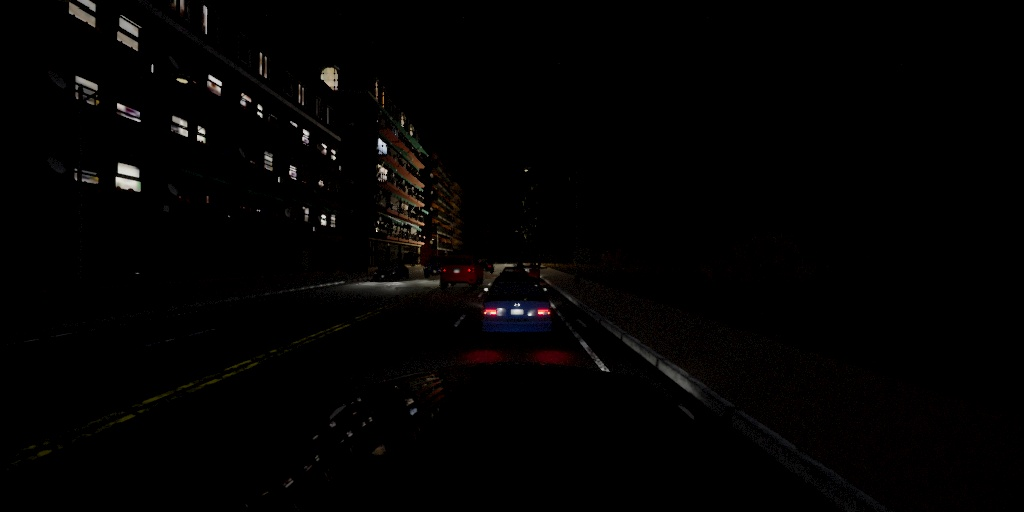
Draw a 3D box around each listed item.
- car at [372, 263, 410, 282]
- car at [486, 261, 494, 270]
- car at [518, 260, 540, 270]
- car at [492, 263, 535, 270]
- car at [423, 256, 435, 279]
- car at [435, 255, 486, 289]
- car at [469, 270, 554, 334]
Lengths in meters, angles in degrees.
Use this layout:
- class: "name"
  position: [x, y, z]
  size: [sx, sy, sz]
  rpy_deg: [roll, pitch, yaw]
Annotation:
- class: "car"
  position: [-9.805, 1.279, 29.526]
  size: [1.812, 1.442, 4.674]
  rpy_deg: [0, 0, 0]
- class: "car"
  position: [-3.103, 1.279, 42.025]
  size: [1.812, 1.442, 4.674]
  rpy_deg: [0, 0, 0]
- class: "car"
  position: [1.170, 1.104, 29.811]
  size: [2.097, 1.767, 4.553]
  rpy_deg: [0, 0, 0]
- class: "car"
  position: [0.116, 1.317, 20.876]
  size: [1.994, 1.385, 4.181]
  rpy_deg: [0, 0, 1]
- class: "car"
  position: [-6.565, 0.975, 33.137]
  size: [2.150, 2.045, 5.566]
  rpy_deg: [0, 0, 0]
- class: "car"
  position: [-3.126, 0.973, 22.972]
  size: [2.150, 2.045, 5.566]
  rpy_deg: [0, 0, 0]
- class: "car"
  position: [0.112, 1.299, 10.542]
  size: [2.033, 1.411, 5.357]
  rpy_deg: [0, 0, 0]
